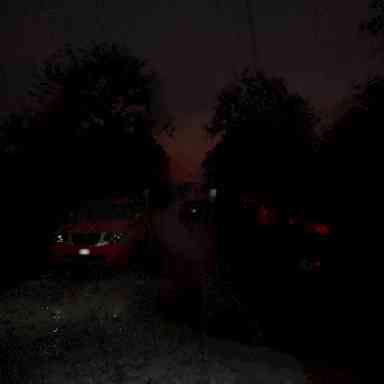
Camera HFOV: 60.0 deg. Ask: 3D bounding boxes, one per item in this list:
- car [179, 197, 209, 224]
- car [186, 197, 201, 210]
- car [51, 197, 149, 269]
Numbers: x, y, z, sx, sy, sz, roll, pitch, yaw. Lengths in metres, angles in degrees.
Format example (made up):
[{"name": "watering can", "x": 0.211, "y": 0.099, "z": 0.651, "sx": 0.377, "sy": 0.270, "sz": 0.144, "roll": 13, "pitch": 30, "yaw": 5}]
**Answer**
[{"name": "car", "x": 0.149, "y": 1.331, "z": 24.964, "sx": 2.097, "sy": 1.767, "sz": 4.553, "roll": 0, "pitch": 0, "yaw": 0}, {"name": "car", "x": 0.200, "y": 1.441, "z": 43.027, "sx": 1.882, "sy": 1.535, "sz": 5.008, "roll": 0, "pitch": 0, "yaw": 0}, {"name": "car", "x": -2.818, "y": 1.211, "z": 11.528, "sx": 2.150, "sy": 2.045, "sz": 5.566, "roll": 0, "pitch": 0, "yaw": 0}]
